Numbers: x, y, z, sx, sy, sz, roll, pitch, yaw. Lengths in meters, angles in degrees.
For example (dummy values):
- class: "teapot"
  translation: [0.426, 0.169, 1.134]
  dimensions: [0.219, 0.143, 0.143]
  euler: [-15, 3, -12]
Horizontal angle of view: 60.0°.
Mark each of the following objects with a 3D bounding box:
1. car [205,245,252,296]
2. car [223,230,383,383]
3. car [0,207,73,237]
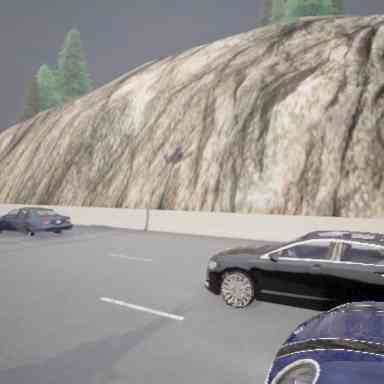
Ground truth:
- class: "car"
  translation: [2.575, 1.488, 6.289]
  dimensions: [4.902, 1.511, 2.128]
  euler: [0, 0, 33]
- class: "car"
  translation: [2.723, 1.351, 2.009]
  dimensions: [4.553, 1.767, 2.097]
  euler: [0, 0, 33]
- class: "car"
  translation: [-8.712, 1.527, 17.861]
  dimensions: [5.357, 1.411, 2.033]
  euler: [0, 0, 33]
